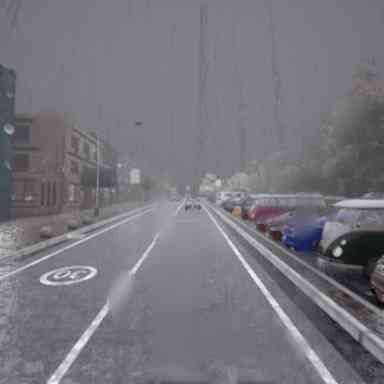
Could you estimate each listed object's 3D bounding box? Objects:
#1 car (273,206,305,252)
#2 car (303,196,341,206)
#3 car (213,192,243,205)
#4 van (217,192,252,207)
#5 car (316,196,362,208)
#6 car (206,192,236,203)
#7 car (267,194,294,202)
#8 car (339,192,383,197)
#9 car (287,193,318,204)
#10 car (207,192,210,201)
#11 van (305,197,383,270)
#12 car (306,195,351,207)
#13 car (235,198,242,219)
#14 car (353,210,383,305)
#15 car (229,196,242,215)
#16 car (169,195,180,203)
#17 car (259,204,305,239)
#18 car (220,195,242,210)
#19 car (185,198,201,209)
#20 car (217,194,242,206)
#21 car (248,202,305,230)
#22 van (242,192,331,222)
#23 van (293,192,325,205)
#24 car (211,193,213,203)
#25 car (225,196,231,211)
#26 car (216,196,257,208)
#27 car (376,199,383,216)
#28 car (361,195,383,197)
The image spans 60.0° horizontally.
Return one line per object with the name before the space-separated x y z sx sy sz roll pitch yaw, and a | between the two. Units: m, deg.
car | 5.643 1.410 11.442 5.008 1.535 2.097 0 0 0
car | 18.680 1.298 47.978 4.674 1.452 2.002 0 0 0
car | 5.641 1.026 39.470 5.566 2.045 2.435 0 0 0
van | 5.722 1.038 45.078 4.442 1.987 1.878 0 0 0
car | 18.683 1.271 42.407 5.008 1.535 2.097 0 0 0
car | 5.629 0.993 64.700 5.566 2.045 2.435 0 0 0
car | 18.679 1.263 70.254 5.008 1.535 2.097 0 0 0
car | 18.671 1.043 34.053 5.566 2.045 2.435 0 0 0
car | 18.647 1.115 56.331 4.553 1.767 2.185 0 0 0
car | 5.627 0.989 56.289 5.566 2.045 2.435 0 0 0
van | 5.536 1.201 8.637 4.442 1.987 1.878 0 0 0
car | 18.499 1.262 45.193 5.366 1.575 1.946 0 0 0
car | 5.663 1.377 22.655 4.792 1.488 2.163 0 0 0
car | 5.687 1.317 5.835 4.553 1.767 2.185 0 0 0
car | 5.816 1.328 25.458 5.366 1.575 1.946 0 0 0
car | -3.272 1.325 63.146 1.994 1.385 4.181 0 0 1
car | 5.616 1.424 14.245 4.792 1.488 2.163 0 0 0
car | 5.590 1.323 33.866 4.792 1.488 2.163 0 0 0
car | 0.103 1.407 41.011 1.895 1.301 4.718 0 0 0
car | 5.611 1.286 36.664 4.892 1.521 2.231 0 0 0
car | 5.612 1.408 17.048 4.792 1.488 2.163 0 0 0
van | 5.521 1.137 19.850 4.442 1.987 1.878 0 0 0
van | 18.795 1.018 53.550 4.442 1.987 1.878 0 0 0
car | 5.597 1.258 47.881 4.892 1.521 2.231 0 0 0
car | 5.622 1.316 28.258 5.008 1.535 2.097 0 0 0
car | 5.603 1.271 42.274 5.008 1.535 2.097 0 0 0
car | 18.703 1.356 28.607 4.674 1.452 2.002 0 0 0
car | 18.697 1.305 31.267 5.008 1.535 2.097 0 0 0
